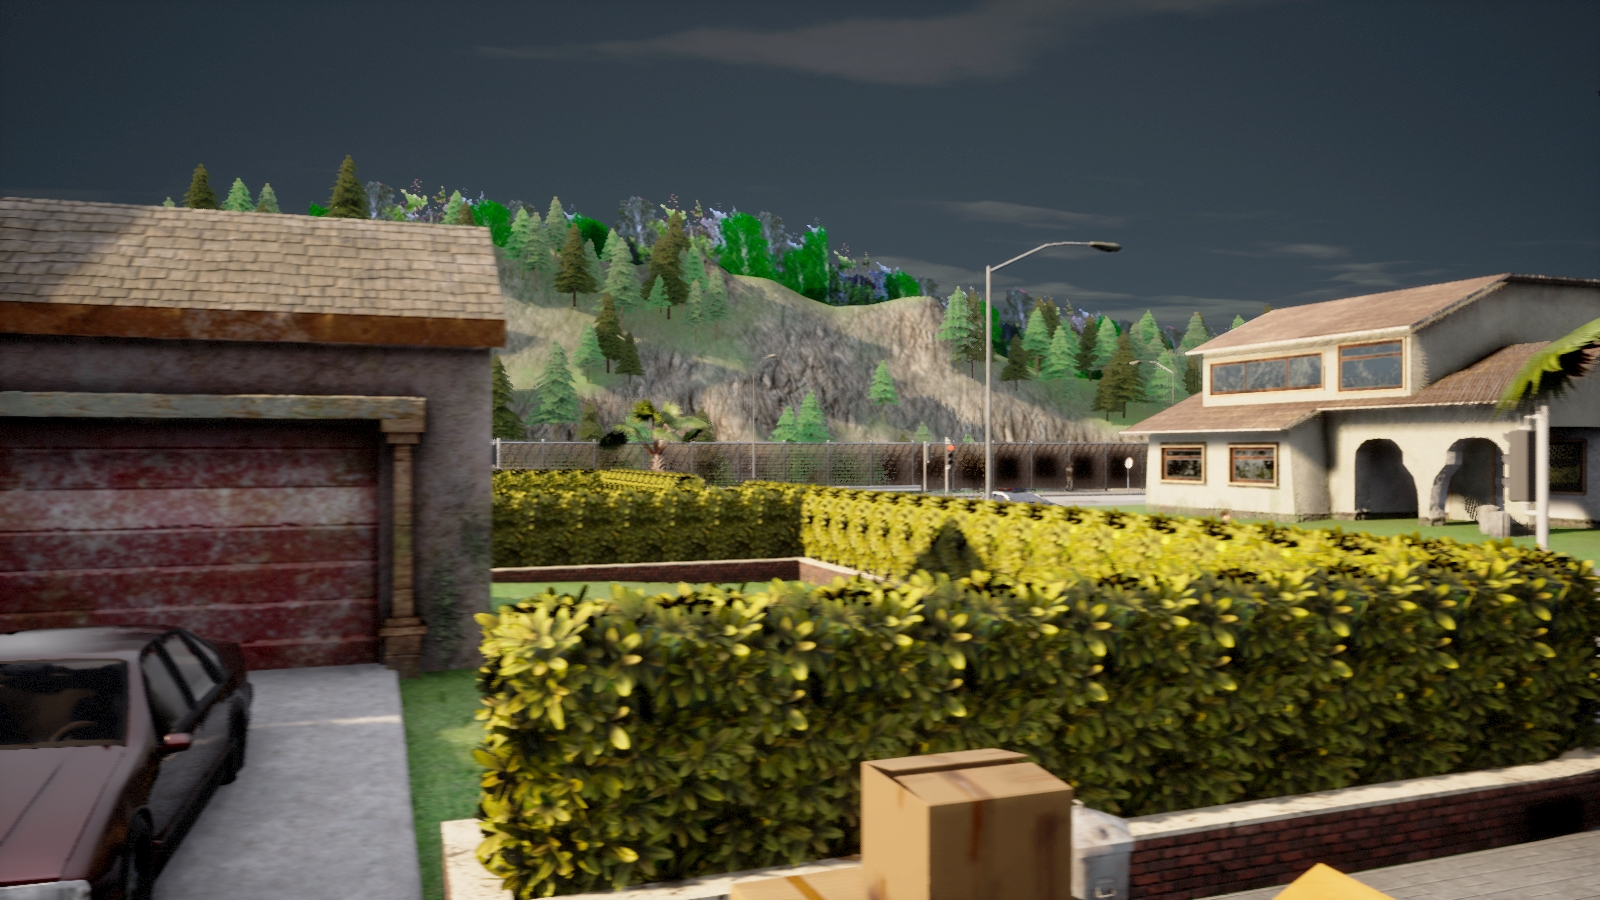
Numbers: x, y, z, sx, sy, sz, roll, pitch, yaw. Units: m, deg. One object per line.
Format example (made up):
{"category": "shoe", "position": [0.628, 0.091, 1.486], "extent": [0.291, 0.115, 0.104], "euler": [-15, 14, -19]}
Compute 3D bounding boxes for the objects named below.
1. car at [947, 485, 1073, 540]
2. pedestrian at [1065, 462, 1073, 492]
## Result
{"category": "car", "position": [6.904, 2.024, 38.181], "extent": [2.038, 1.542, 4.974], "euler": [0, 0, -18]}
{"category": "pedestrian", "position": [16.984, 1.717, 72.154], "extent": [0.375, 1.860, 0.375], "euler": [0, 0, -26]}
